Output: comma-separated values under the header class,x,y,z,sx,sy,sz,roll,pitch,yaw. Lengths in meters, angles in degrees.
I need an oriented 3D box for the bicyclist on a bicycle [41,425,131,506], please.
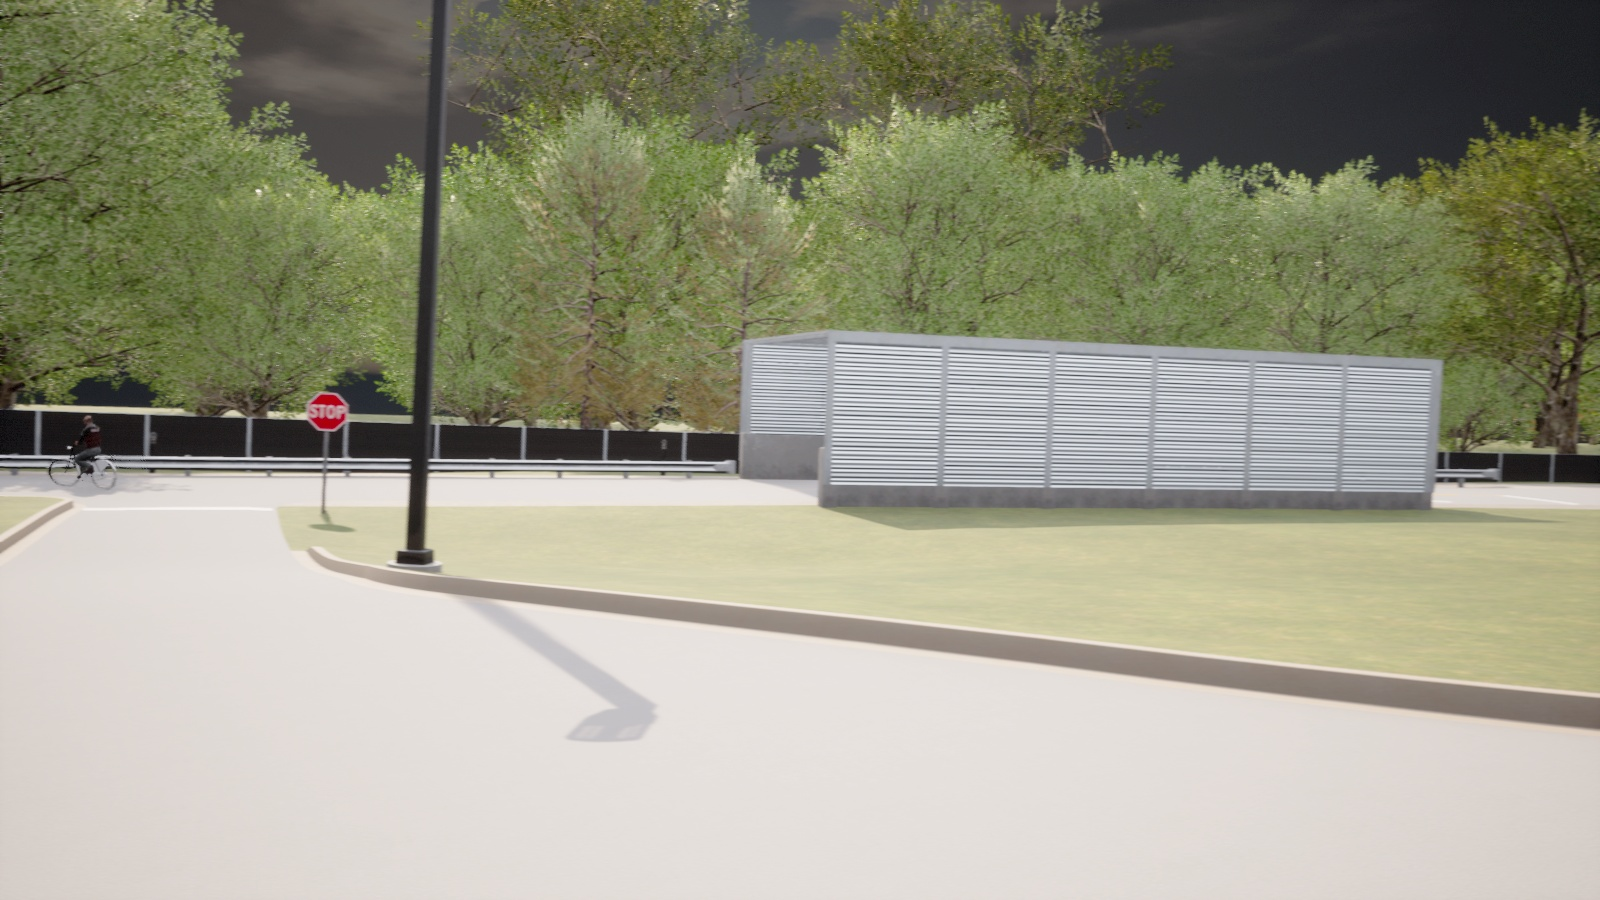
class,x,y,z,sx,sy,sz,roll,pitch,yaw
bicyclist on a bicycle,-16.954,0.357,29.827,1.843,1.776,0.659,2,6,14
